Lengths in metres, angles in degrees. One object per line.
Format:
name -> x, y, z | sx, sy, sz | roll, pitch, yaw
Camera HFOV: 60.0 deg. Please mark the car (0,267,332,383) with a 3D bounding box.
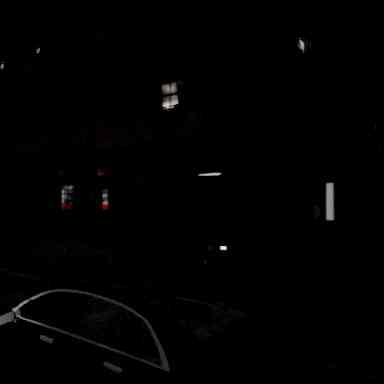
car -> -0.846, 1.532, 3.659 | 4.403, 1.369, 2.008 | 0, 0, 35
